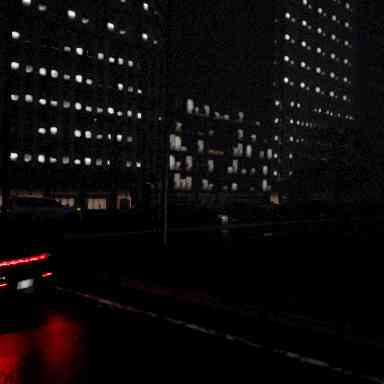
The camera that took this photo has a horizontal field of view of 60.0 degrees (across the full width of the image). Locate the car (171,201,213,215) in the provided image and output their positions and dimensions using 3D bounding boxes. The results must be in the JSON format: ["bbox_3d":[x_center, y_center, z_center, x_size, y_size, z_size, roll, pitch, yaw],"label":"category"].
[{"bbox_3d":[0.023,1.721,37.697,4.403,1.369,2.008,1,1,-34],"label":"car"}]

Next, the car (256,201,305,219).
[{"bbox_3d":[9.148,1.967,34.394,4.507,1.381,1.887,1,1,-34],"label":"car"}]

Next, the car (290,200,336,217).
[{"bbox_3d":[13.832,1.783,37.590,5.009,1.841,2.192,1,1,-34],"label":"car"}]

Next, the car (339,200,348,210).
[{"bbox_3d":[20.771,1.941,48.783,4.902,1.511,2.128,1,1,-34],"label":"car"}]

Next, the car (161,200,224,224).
[{"bbox_3d":[-0.204,1.646,27.989,5.009,1.841,2.192,1,1,-34],"label":"car"}]

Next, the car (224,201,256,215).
[{"bbox_3d":[4.850,1.794,38.009,4.674,1.442,1.812,1,1,-34],"label":"car"}]

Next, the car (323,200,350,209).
[{"bbox_3d":[23.417,1.965,53.699,4.313,1.339,1.947,1,1,-34],"label":"car"}]

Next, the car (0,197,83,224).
[{"bbox_3d":[-10.828,1.388,24.146,5.566,2.045,2.150,0,0,-42],"label":"car"}]

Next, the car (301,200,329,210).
[{"bbox_3d":[18.738,1.935,50.499,4.206,1.307,1.802,1,1,-34],"label":"car"}]

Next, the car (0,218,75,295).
[{"bbox_3d":[-5.125,1.490,7.402,4.902,1.511,2.128,0,0,32],"label":"car"}]

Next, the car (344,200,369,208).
[{"bbox_3d":[28.096,2.011,56.900,4.313,1.339,1.947,1,1,-34],"label":"car"}]

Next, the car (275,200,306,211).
[{"bbox_3d":[14.059,1.873,47.298,4.313,1.339,1.947,1,1,-34],"label":"car"}]

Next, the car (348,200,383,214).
[{"bbox_3d":[23.185,2.125,43.996,4.313,1.339,1.947,1,1,-34],"label":"car"}]
